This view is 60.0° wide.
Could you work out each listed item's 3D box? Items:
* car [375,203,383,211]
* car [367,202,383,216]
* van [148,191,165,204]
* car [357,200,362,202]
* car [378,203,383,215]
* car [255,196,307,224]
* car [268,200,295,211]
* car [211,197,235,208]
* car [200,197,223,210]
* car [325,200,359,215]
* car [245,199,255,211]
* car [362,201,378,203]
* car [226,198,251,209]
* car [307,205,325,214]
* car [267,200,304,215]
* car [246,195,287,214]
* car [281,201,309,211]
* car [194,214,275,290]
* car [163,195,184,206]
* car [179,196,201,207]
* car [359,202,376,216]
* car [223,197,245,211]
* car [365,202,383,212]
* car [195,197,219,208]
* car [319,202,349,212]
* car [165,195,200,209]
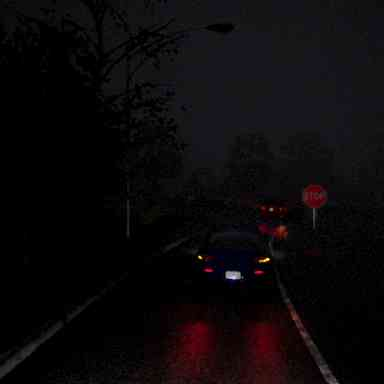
[{"bbox_3d":[39.268,3.025,66.084,2.097,1.535,5.008,1,0,-19],"label":"car"},{"bbox_3d":[25.133,2.630,47.528,2.163,1.488,4.792,2,0,-19],"label":"car"},{"bbox_3d":[-5.429,0.813,50.821,1.878,1.987,4.442,4,0,-19],"label":"van"},{"bbox_3d":[28.700,2.783,62.518,2.097,1.535,5.008,2,0,-19],"label":"car"},{"bbox_3d":[30.409,2.662,49.315,2.185,1.767,4.553,2,0,-19],"label":"car"},{"bbox_3d":[7.585,1.461,27.807,2.150,2.045,5.566,0,0,33],"label":"car"},{"bbox_3d":[15.506,2.291,58.040,2.097,1.535,5.008,3,0,-19],"label":"car"},{"bbox_3d":[5.008,1.735,54.687,1.946,1.575,5.366,3,-1,-19],"label":"car"},{"bbox_3d":[1.405,1.333,39.492,2.163,1.488,4.792,4,-1,-19],"label":"car"},{"bbox_3d":[19.882,2.254,45.685,2.185,1.767,4.553,3,0,-19],"label":"car"},{"bbox_3d":[6.679,1.658,41.242,2.097,1.535,5.008,3,-1,-19],"label":"car"},{"bbox_3d":[27.777,2.574,48.424,2.185,1.767,4.553,2,0,-19],"label":"car"},{"bbox_3d":[7.652,1.891,55.582,1.946,1.575,5.366,3,-1,-19],"label":"car"},{"bbox_3d":[14.593,2.154,43.897,2.163,1.488,4.792,3,-1,-19],"label":"car"},{"bbox_3d":[11.959,1.980,43.029,2.231,1.521,4.892,3,-1,-19],"label":"car"},{"bbox_3d":[9.324,1.572,42.172,2.435,2.045,5.566,3,-1,-19],"label":"car"},{"bbox_3d":[18.267,2.413,58.975,2.231,1.521,4.892,3,0,-19],"label":"car"},{"bbox_3d":[1.183,1.558,9.133,1.812,1.442,4.674,0,0,8],"label":"car"},{"bbox_3d":[-2.961,1.250,51.795,2.002,1.452,4.674,4,-1,-19],"label":"car"},{"bbox_3d":[-0.329,1.432,52.687,2.002,1.452,4.674,4,-1,-19],"label":"car"},{"bbox_3d":[22.514,2.524,46.579,2.163,1.488,4.792,2,0,-19],"label":"car"},{"bbox_3d":[4.048,1.359,40.389,2.185,1.767,4.553,4,-1,-19],"label":"car"},{"bbox_3d":[36.621,2.851,65.226,2.185,1.767,4.553,1,0,-19],"label":"car"},{"bbox_3d":[2.417,1.604,53.644,2.163,1.488,4.792,4,-1,-19],"label":"car"},{"bbox_3d":[26.120,2.700,61.444,1.946,1.575,5.366,2,0,-19],"label":"car"},{"bbox_3d":[-1.207,1.151,38.546,2.163,1.488,4.792,4,-1,-19],"label":"car"}]
